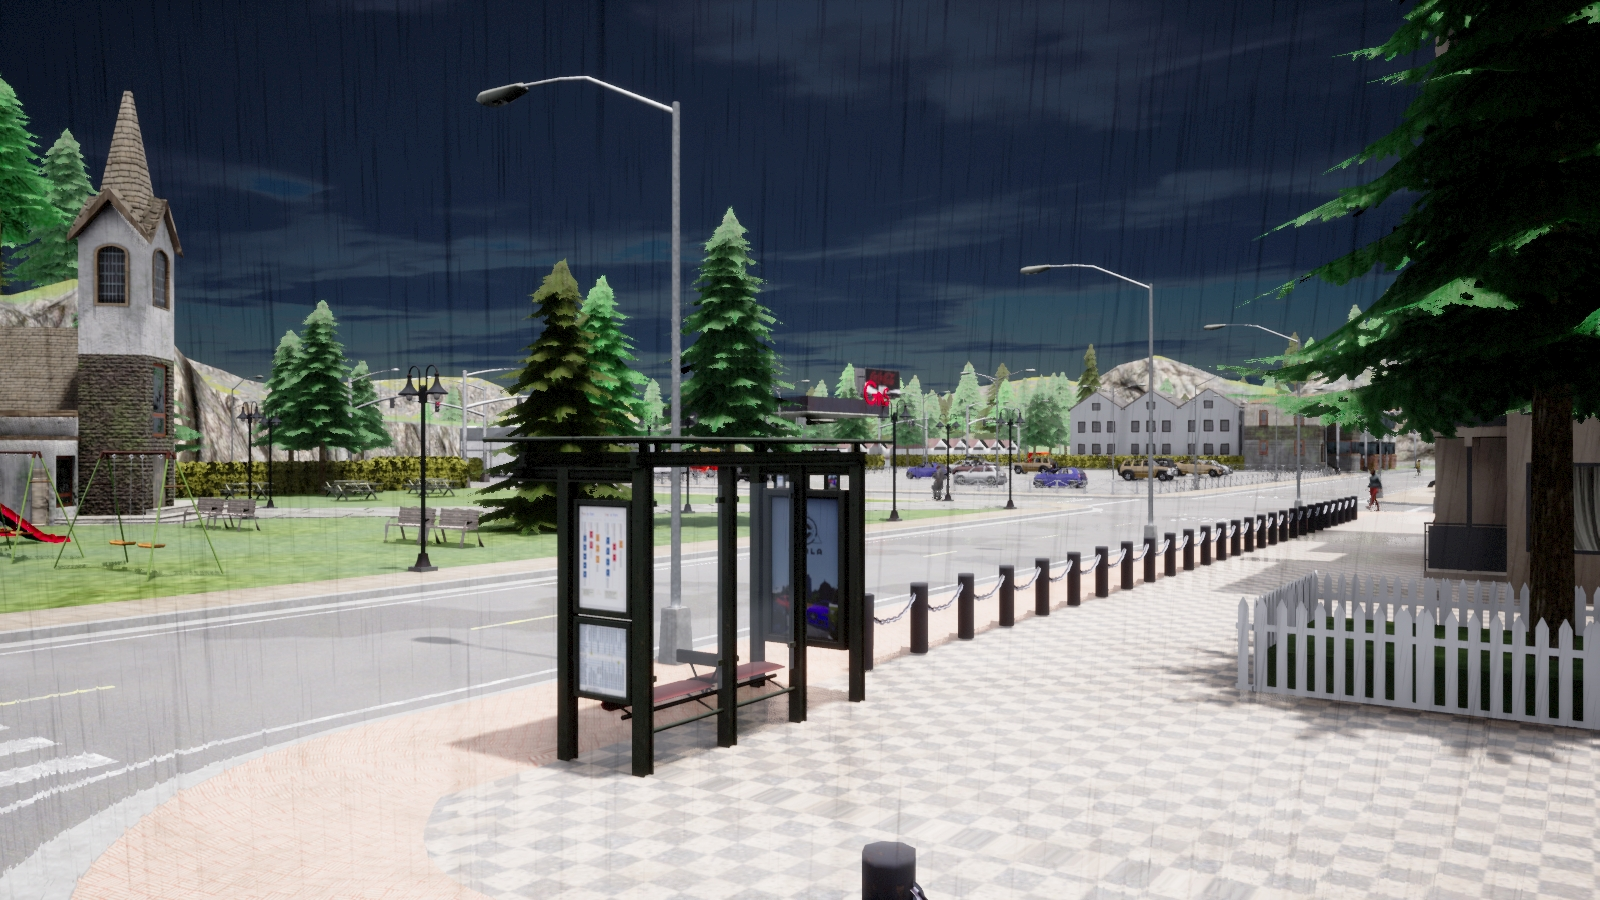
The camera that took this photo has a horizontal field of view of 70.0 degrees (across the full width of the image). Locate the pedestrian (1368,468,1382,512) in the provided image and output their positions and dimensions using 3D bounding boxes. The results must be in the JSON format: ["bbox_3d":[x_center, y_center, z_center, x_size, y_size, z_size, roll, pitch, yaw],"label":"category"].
[{"bbox_3d":[24.310,1.674,48.301,0.375,1.860,0.375,0,0,-17],"label":"pedestrian"}]

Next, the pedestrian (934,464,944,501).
[{"bbox_3d":[7.190,1.674,59.009,0.375,1.860,0.375,0,0,39],"label":"pedestrian"}]
